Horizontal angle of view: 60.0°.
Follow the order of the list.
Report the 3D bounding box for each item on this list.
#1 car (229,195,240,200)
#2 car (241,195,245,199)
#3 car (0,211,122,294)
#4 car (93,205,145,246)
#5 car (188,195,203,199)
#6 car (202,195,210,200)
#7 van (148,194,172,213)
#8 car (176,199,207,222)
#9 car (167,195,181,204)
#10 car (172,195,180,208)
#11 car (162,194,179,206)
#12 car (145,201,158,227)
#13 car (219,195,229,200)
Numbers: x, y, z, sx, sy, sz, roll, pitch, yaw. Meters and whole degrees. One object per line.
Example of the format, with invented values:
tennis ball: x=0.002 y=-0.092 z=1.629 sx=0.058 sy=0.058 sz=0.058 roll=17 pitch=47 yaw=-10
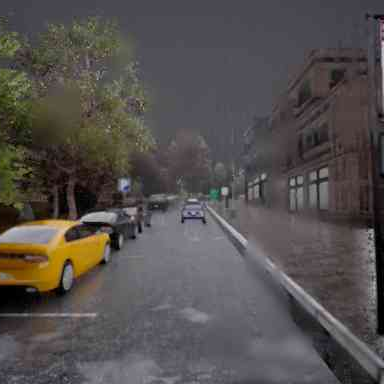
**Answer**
car: x=10.348 y=1.540 z=90.299 sx=2.231 sy=1.521 sz=4.892 roll=-4 pitch=-3 yaw=42
car: x=14.457 y=1.632 z=94.095 sx=5.008 sy=1.535 sz=2.097 roll=0 pitch=-3 yaw=-40
car: x=-3.641 y=1.483 z=8.915 sx=2.097 sy=1.535 sz=5.008 roll=1 pitch=0 yaw=2
car: x=-3.650 y=1.485 z=14.476 sx=2.097 sy=1.535 sz=5.008 roll=0 pitch=0 yaw=2
car: x=0.085 y=1.481 z=42.853 sx=1.812 sy=1.442 sz=4.674 roll=0 pitch=0 yaw=0
car: x=3.384 y=1.399 z=81.103 sx=2.231 sy=1.521 sz=4.892 roll=-2 pitch=-1 yaw=29
van: x=-3.640 y=1.237 z=36.887 sx=1.878 sy=1.987 sz=4.442 roll=1 pitch=1 yaw=2
car: x=0.090 y=1.554 z=25.984 sx=2.033 sy=1.411 sz=5.357 roll=0 pitch=0 yaw=0
car: x=-3.182 y=1.349 z=59.551 sx=2.097 sy=1.535 sz=5.008 roll=0 pitch=0 yaw=2
car: x=-3.421 y=1.419 z=48.140 sx=2.231 sy=1.521 sz=4.892 roll=0 pitch=0 yaw=2
car: x=-3.421 y=1.257 z=53.849 sx=2.185 sy=1.767 sz=4.553 roll=-1 pitch=1 yaw=2
car: x=-3.655 y=1.516 z=20.083 sx=2.163 sy=1.488 sz=4.792 roll=0 pitch=0 yaw=2
car: x=6.820 y=1.455 z=85.850 sx=2.097 sy=1.535 sz=5.008 roll=-3 pitch=-3 yaw=36
